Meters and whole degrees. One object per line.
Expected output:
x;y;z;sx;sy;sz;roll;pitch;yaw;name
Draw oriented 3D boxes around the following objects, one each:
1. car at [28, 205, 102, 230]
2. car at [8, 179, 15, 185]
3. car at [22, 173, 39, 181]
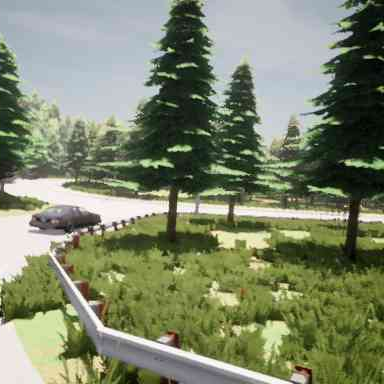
-7.264;1.475;19.665;2.033;1.411;5.357;5;1;10;car
-29.839;-2.065;53.597;2.128;1.511;4.902;3;3;-19;car
-33.368;-3.225;68.756;1.882;1.535;5.008;4;3;-5;car
